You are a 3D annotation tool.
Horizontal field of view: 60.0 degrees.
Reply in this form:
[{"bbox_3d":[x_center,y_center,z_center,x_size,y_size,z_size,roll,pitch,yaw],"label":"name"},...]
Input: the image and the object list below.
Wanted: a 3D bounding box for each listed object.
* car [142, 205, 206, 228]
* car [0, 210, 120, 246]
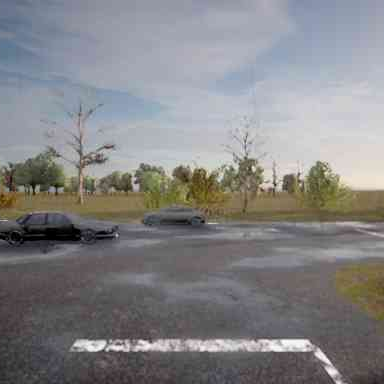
[{"bbox_3d":[-1.165,1.563,21.835,4.181,1.385,1.994,0,0,-1],"label":"car"},{"bbox_3d":[-6.006,1.535,14.721,5.357,1.411,2.033,0,0,-1],"label":"car"}]
